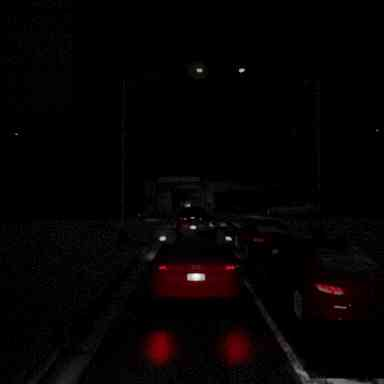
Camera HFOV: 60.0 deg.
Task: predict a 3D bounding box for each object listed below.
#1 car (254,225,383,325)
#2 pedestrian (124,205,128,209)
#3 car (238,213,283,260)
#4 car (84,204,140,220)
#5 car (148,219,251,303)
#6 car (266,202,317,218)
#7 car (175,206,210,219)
[{"bbox_3d":[2.655,1.628,6.925,1.802,1.307,4.206,1,0,0],"label":"car"},{"bbox_3d":[-6.804,1.894,34.442,0.500,1.100,0.500,0,-1,0],"label":"pedestrian"},{"bbox_3d":[2.658,1.664,12.364,1.802,1.307,4.206,1,0,0],"label":"car"},{"bbox_3d":[-6.847,1.749,28.586,4.674,1.442,1.812,-1,-1,0],"label":"car"},{"bbox_3d":[0.094,1.619,8.391,1.994,1.385,4.181,0,0,0],"label":"car"},{"bbox_3d":[9.389,1.668,31.461,4.674,1.442,1.812,-1,-1,0],"label":"car"},{"bbox_3d":[0.026,1.638,20.103,1.837,1.490,4.892,0,0,-1],"label":"car"}]
